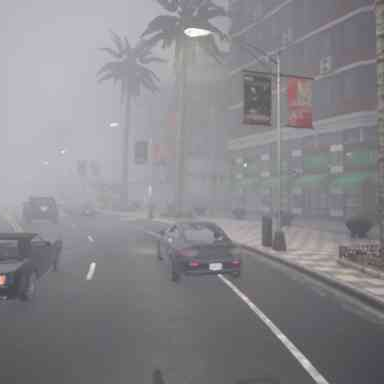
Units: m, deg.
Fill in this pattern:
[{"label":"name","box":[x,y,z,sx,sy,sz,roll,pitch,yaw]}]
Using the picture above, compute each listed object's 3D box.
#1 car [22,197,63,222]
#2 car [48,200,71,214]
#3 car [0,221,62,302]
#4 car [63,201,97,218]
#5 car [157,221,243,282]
[{"label":"car","box":[-11.894,1.369,25.980,2.150,2.045,5.566,0,0,-30]},{"label":"car","box":[-15.724,1.745,39.429,1.812,1.442,4.674,0,0,-31]},{"label":"car","box":[-4.511,1.647,8.140,1.895,1.301,4.718,0,0,-11]},{"label":"car","box":[-10.790,1.742,32.211,1.994,1.385,4.181,0,0,-37]},{"label":"car","box":[0.059,1.580,9.978,1.812,1.442,4.674,0,0,-12]}]
